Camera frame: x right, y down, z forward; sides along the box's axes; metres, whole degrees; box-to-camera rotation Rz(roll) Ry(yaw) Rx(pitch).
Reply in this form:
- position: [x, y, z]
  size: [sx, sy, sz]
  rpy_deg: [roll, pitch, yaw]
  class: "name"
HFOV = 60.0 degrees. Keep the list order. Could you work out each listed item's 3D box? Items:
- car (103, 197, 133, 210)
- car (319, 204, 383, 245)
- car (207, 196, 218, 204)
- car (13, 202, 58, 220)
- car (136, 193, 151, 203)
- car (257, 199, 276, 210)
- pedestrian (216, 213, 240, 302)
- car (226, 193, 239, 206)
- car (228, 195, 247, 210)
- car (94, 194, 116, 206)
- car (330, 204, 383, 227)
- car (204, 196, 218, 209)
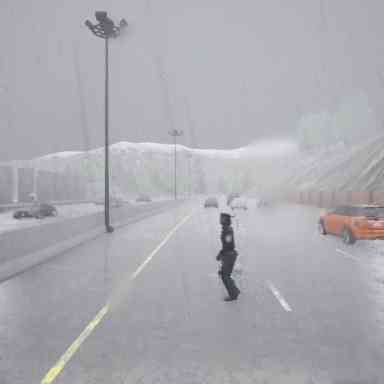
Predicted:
- position: [-8.529, 1.601, 39.496]
  size: [1.895, 1.301, 4.718]
  rpy_deg: [0, 0, 4]
  class: "car"
- position: [7.636, 1.353, 15.664]
  size: [2.097, 1.767, 4.553]
  rpy_deg: [0, 0, 3]
  class: "car"
- position: [3.951, 1.547, 64.213]
  size: [2.033, 1.411, 5.357]
  rpy_deg: [0, 0, 4]
  class: "car"
- position: [-12.915, 1.564, 27.650]
  size: [1.994, 1.385, 4.181]
  rpy_deg: [0, 0, 4]
  class: "car"
- position: [-9.941, 1.224, 68.470]
  size: [2.150, 2.045, 5.566]
  rpy_deg: [0, 0, 3]
  class: "car"
- position: [9.491, 1.601, 42.870]
  size: [1.895, 1.301, 4.718]
  rpy_deg: [0, 0, 5]
  class: "car"
- position: [0.732, 1.294, 6.836]
  size: [0.375, 1.860, 0.375]
  rpy_deg: [0, 0, 2]
  class: "pedestrian"
- position: [6.855, 1.221, 54.579]
  size: [2.150, 2.045, 5.566]
  rpy_deg: [0, 0, 5]
  class: "car"
- position: [6.000, 1.526, 43.108]
  size: [1.812, 1.442, 4.674]
  rpy_deg: [0, 0, 4]
  class: "car"
- position: [-14.414, 1.492, 54.274]
  size: [2.128, 1.511, 4.902]
  rpy_deg: [0, 0, 4]
  class: "car"
- position: [11.565, 1.601, 23.579]
  size: [1.895, 1.301, 4.718]
  rpy_deg: [0, 0, 4]
  class: "car"
- position: [2.741, 1.601, 46.322]
  size: [1.895, 1.301, 4.718]
  rpy_deg: [0, 0, 4]
  class: "car"
